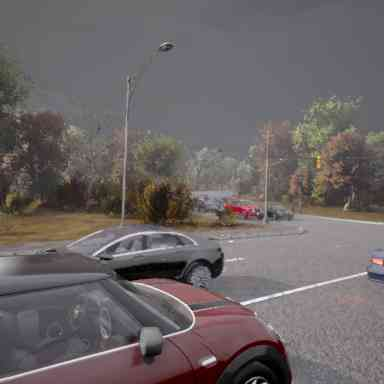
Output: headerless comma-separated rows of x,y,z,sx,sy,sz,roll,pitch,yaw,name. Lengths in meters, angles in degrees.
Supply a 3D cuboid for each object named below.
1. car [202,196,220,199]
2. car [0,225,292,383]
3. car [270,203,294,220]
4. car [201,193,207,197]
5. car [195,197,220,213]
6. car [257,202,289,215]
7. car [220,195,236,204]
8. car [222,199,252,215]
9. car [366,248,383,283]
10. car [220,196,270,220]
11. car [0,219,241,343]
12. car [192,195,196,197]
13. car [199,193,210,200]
3.098,1.939,53.770,1.994,1.385,4.181,2,1,-15,car
-1.211,1.354,2.883,4.553,1.767,2.097,0,0,-36,car
9.034,2.096,36.440,2.097,1.767,4.553,3,-1,-23,car
1.001,1.316,63.631,2.097,1.767,4.553,2,2,-10,car
2.042,1.961,44.918,1.837,1.490,4.892,3,0,-18,car
11.869,2.379,49.156,2.128,1.511,4.902,2,1,-19,car
7.386,1.542,69.253,2.128,1.511,4.902,2,2,-8,car
5.939,1.993,44.413,2.097,1.767,4.553,3,0,-19,car
6.540,1.662,8.442,5.357,1.411,2.033,2,-1,-36,car
5.533,1.809,35.657,2.150,2.045,5.566,3,-1,-22,car
-1.496,1.501,7.172,4.902,1.511,2.128,0,0,-35,car
-0.839,1.372,54.967,2.150,2.045,5.566,2,2,-13,car
2.862,1.043,78.373,2.128,1.511,4.902,2,2,-1,car
